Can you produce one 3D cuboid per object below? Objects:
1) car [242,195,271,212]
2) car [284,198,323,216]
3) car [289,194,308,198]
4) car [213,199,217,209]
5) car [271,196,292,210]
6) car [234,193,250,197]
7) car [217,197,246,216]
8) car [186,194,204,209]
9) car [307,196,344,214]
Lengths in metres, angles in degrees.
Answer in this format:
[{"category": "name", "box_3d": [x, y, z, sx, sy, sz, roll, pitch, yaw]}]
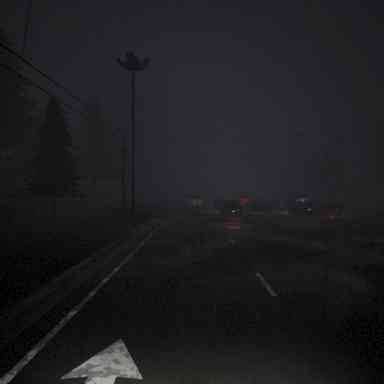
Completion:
[{"category": "car", "box_3d": [7.323, 1.478, 38.320, 1.882, 1.535, 5.008, 0, 0, 1]}, {"category": "car", "box_3d": [10.788, 1.564, 32.562, 1.994, 1.385, 4.181, 0, 0, 0]}, {"category": "car", "box_3d": [14.355, 1.221, 45.568, 2.150, 2.045, 5.566, 0, 0, 0]}, {"category": "car", "box_3d": [3.834, 1.547, 44.219, 2.033, 1.411, 5.357, 0, 0, 1]}, {"category": "car", "box_3d": [10.829, 1.547, 43.101, 2.033, 1.411, 5.357, 0, 0, 0]}, {"category": "car", "box_3d": [7.364, 1.221, 48.333, 2.150, 2.045, 5.566, 0, 0, 1]}, {"category": "car", "box_3d": [3.789, 1.503, 32.608, 1.837, 1.490, 4.892, 0, 0, 0]}, {"category": "car", "box_3d": [0.353, 1.221, 44.345, 2.150, 2.045, 5.566, 0, 0, 1]}, {"category": "car", "box_3d": [14.305, 1.491, 35.320, 2.128, 1.511, 4.902, 0, 0, 0]}]
